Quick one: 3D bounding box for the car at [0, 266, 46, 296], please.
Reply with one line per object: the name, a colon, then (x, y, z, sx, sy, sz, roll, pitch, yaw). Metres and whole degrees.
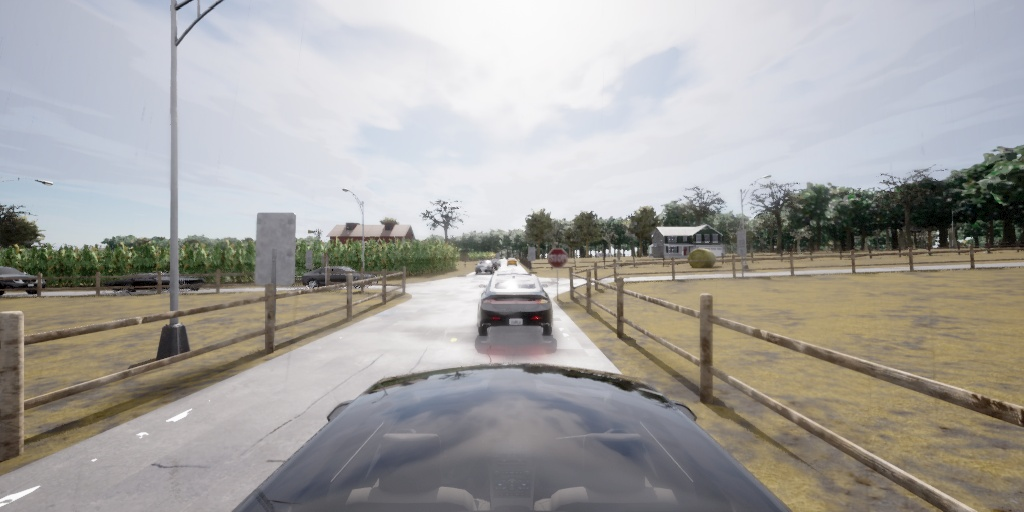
car: (-35.674, 1.705, 24.539, 5.566, 2.045, 2.150, -1, -2, 0)

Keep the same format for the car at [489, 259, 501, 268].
car: (-2.909, 1.230, 61.944, 1.812, 1.442, 4.674, 0, 0, 0)

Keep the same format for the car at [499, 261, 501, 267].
car: (-2.913, 1.319, 49.589, 1.895, 1.301, 4.718, 0, 0, 0)

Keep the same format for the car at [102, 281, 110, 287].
car: (-27.845, 1.982, 27.465, 5.357, 1.411, 2.033, -1, -2, 0)

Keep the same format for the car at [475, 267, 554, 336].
car: (0.057, 1.245, 10.380, 2.128, 1.511, 4.902, 0, 0, -1)

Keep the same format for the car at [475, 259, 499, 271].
car: (-2.949, 1.221, 39.978, 2.128, 1.511, 4.902, 0, 0, 1)

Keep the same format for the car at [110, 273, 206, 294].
car: (-23.919, 1.847, 24.541, 4.718, 1.301, 1.895, -1, -2, 0)

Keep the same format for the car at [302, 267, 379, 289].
car: (-11.585, 1.472, 24.355, 4.892, 1.490, 1.837, -1, -2, 2)
